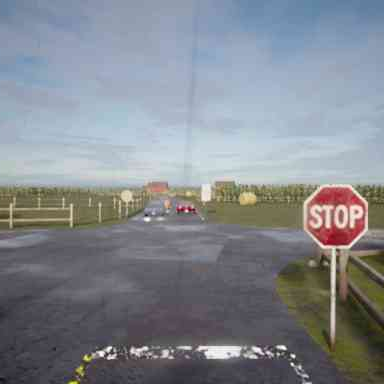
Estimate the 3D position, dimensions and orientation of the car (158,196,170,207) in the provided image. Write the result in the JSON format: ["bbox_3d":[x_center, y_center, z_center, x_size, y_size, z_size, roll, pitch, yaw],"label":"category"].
[{"bbox_3d":[-4.419,1.470,52.747,1.837,1.490,4.892,0,0,-3],"label":"car"}]

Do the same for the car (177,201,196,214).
[{"bbox_3d":[-0.649,1.575,35.196,1.895,1.301,4.718,0,0,-2],"label":"car"}]

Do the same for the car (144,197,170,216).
[{"bbox_3d":[-3.486,1.525,31.970,2.033,1.411,5.357,0,0,-2],"label":"car"}]

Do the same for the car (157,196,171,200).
[{"bbox_3d":[-3.911,1.323,42.465,2.097,1.767,4.553,0,0,-3],"label":"car"}]
